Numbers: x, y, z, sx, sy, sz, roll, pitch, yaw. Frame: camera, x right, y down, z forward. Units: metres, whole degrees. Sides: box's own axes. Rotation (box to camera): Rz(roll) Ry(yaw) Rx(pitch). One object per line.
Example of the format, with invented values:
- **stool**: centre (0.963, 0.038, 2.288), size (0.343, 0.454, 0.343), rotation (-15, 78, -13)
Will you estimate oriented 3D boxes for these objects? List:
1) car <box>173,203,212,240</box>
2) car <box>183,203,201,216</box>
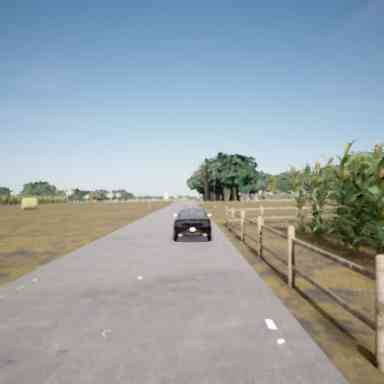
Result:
- **car**: centre (0.024, 1.602, 17.880), size (1.882, 1.535, 5.008), rotation (0, 0, 0)
- **car**: centre (-0.051, 1.883, 37.223), size (1.895, 1.301, 4.718), rotation (0, -1, 0)
